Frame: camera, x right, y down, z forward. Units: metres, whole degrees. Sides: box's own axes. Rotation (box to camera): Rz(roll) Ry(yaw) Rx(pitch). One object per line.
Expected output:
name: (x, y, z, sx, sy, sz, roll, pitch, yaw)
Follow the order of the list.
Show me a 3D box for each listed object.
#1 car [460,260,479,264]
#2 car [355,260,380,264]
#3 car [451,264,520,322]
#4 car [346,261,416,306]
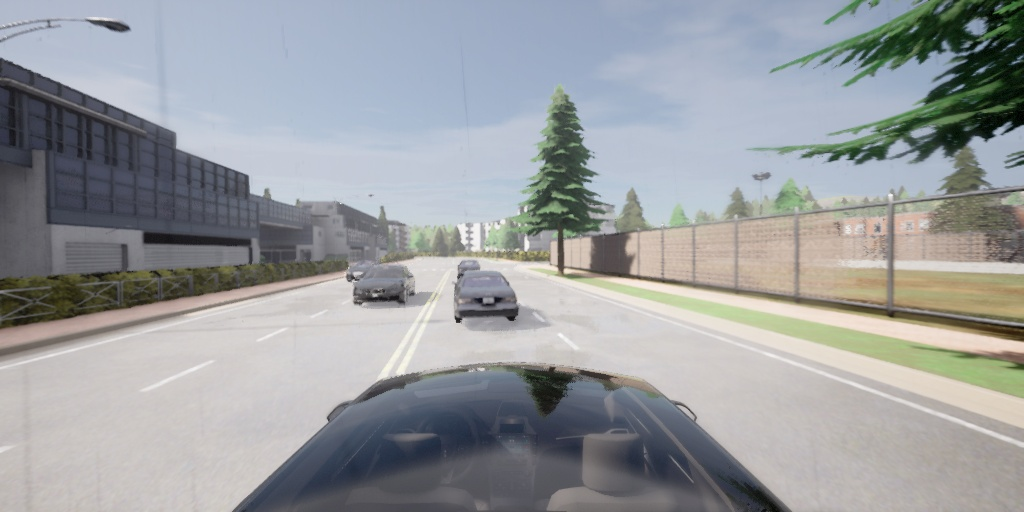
car: (-3.358, 0.988, 28.241, 2.033, 1.411, 5.357, -1, 1, -8)
car: (-10.195, 1.017, 25.364, 2.128, 1.511, 4.902, -1, 1, -8)
car: (-0.991, 1.177, 11.846, 2.033, 1.411, 5.357, -1, 1, -9)
car: (-5.171, 1.124, 15.029, 1.837, 1.490, 4.892, -1, 1, -8)
